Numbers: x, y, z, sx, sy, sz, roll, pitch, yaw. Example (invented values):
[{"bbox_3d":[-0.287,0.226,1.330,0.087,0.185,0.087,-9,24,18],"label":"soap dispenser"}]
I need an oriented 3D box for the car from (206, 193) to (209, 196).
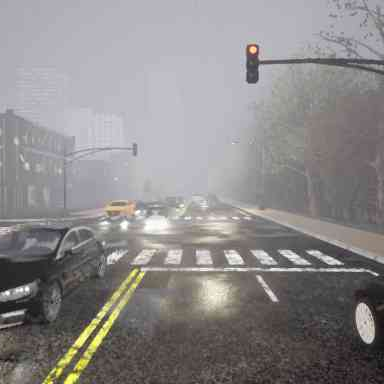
[{"bbox_3d":[4.387,1.194,76.609,2.150,2.045,5.566,0,0,1],"label":"car"}]

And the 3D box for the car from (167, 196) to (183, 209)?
[{"bbox_3d":[-2.696,1.338,43.946,2.097,1.767,4.553,0,0,1],"label":"car"}]

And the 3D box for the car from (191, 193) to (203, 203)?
[{"bbox_3d":[1.083,1.197,66.110,2.150,2.045,5.566,0,0,1],"label":"car"}]

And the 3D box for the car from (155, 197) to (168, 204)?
[{"bbox_3d":[-5.636,1.578,62.334,1.895,1.301,4.718,0,0,1],"label":"car"}]

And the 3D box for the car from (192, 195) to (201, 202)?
[{"bbox_3d":[1.137,1.509,76.734,2.033,1.411,5.357,0,0,1],"label":"car"}]

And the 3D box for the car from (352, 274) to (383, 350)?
[{"bbox_3d":[3.394,1.477,3.191,1.882,1.535,5.008,0,0,1],"label":"car"}]

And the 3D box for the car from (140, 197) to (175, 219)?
[{"bbox_3d":[-2.916,1.484,29.293,2.128,1.511,4.902,0,0,1],"label":"car"}]

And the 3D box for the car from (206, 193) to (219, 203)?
[{"bbox_3d":[4.332,1.480,66.146,1.837,1.490,4.892,0,0,1],"label":"car"}]

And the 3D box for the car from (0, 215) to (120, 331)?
[{"bbox_3d":[-3.244,1.490,7.165,2.128,1.511,4.902,0,0,1],"label":"car"}]

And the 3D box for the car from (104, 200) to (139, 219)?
[{"bbox_3d":[-6.177,1.470,28.783,1.882,1.535,5.008,0,0,1],"label":"car"}]
